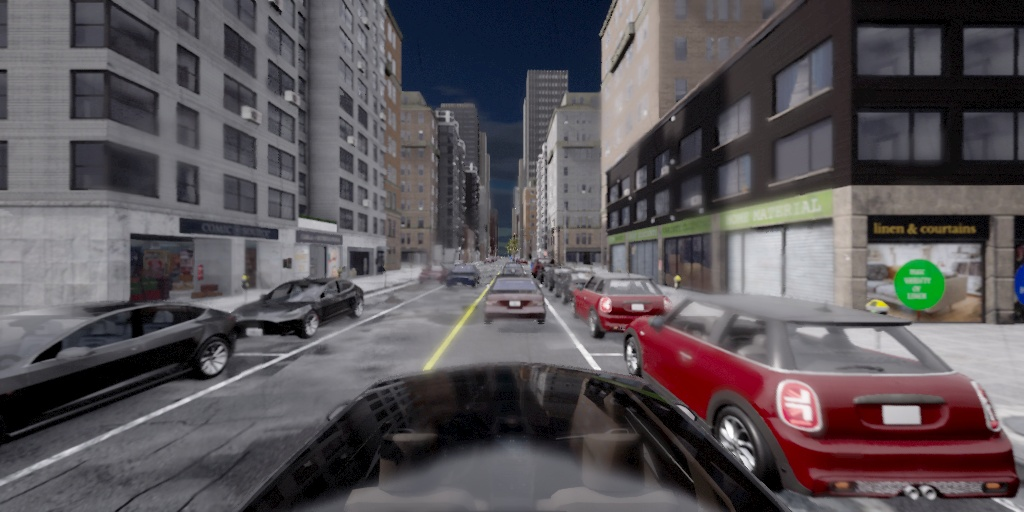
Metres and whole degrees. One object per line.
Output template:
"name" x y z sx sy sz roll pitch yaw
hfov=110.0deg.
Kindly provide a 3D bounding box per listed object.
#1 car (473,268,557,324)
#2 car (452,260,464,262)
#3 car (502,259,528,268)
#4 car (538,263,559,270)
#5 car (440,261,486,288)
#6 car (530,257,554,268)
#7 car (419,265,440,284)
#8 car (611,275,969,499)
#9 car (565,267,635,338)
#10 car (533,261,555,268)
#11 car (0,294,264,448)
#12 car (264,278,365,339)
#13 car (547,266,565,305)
"car" 0.087 1.289 11.927 2.033 1.411 5.357 0 0 0
"car" -5.673 1.289 32.183 1.948 1.339 4.313 0 0 0
"car" 0.093 1.271 32.159 2.033 1.411 5.357 0 0 0
"car" 2.855 1.284 21.143 2.007 1.370 4.403 0 0 0
"car" -3.104 1.278 23.923 2.033 1.411 5.357 0 0 0
"car" 2.853 1.039 32.190 2.192 1.841 5.009 0 0 0
"car" -5.672 1.310 26.658 1.802 1.307 4.207 0 0 0
"car" 2.856 1.187 4.572 1.967 1.591 4.097 0 0 0
"car" 2.856 1.183 10.096 1.967 1.591 4.097 0 0 0
"car" 2.854 1.294 26.666 1.948 1.339 4.313 0 0 0
"car" -5.669 1.313 4.557 1.948 1.339 4.313 0 0 0
"car" -5.670 1.308 10.082 1.948 1.339 4.313 0 0 0
"car" 2.855 1.288 15.619 2.007 1.370 4.403 0 0 0
